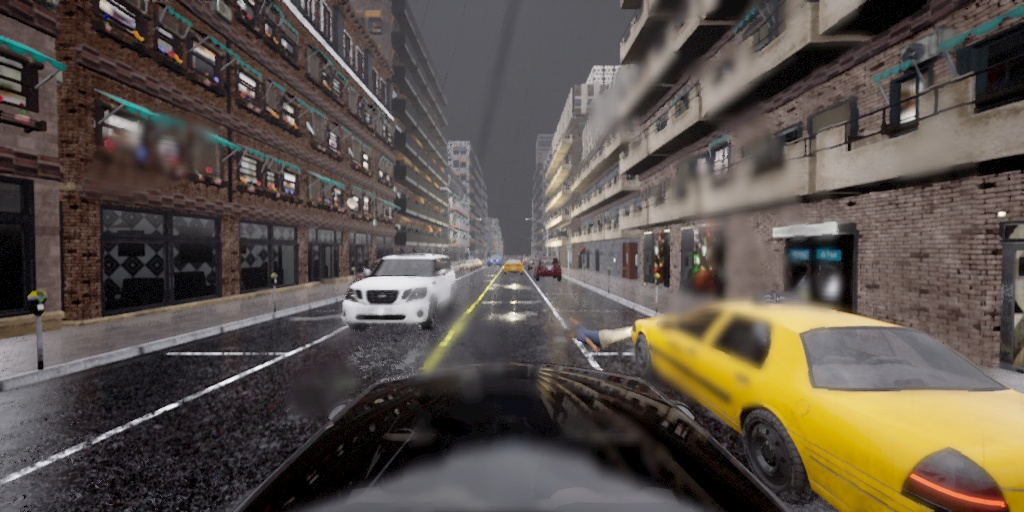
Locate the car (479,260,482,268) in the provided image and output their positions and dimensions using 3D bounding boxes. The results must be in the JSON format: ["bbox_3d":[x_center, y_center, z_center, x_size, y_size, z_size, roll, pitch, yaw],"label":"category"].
[{"bbox_3d":[-5.595,1.111,50.867,1.751,1.417,4.829,0,0,0],"label":"car"}]

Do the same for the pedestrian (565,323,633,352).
[{"bbox_3d":[2.082,1.786,7.835,1.860,0.375,0.375,0,-2,17],"label":"pedestrian"}]

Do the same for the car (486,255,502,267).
[{"bbox_3d":[-2.888,0.775,61.664,2.150,2.045,5.566,0,0,0],"label":"car"}]

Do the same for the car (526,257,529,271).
[{"bbox_3d":[2.774,1.170,45.324,1.948,1.339,4.313,0,0,0],"label":"car"}]

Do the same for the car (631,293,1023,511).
[{"bbox_3d":[3.003,1.197,4.310,1.801,1.575,5.366,0,0,0],"label":"car"}]

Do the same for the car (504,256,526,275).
[{"bbox_3d":[0.166,1.106,37.785,1.882,1.535,5.008,0,0,0],"label":"car"}]

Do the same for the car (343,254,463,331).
[{"bbox_3d":[-3.084,0.939,11.171,2.150,2.045,5.566,0,0,0],"label":"car"}]

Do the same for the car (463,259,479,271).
[{"bbox_3d":[-5.607,1.129,45.203,1.751,1.417,4.829,0,0,0],"label":"car"}]

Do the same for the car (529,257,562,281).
[{"bbox_3d":[2.740,0.974,28.332,2.192,1.841,5.009,0,0,0],"label":"car"}]
